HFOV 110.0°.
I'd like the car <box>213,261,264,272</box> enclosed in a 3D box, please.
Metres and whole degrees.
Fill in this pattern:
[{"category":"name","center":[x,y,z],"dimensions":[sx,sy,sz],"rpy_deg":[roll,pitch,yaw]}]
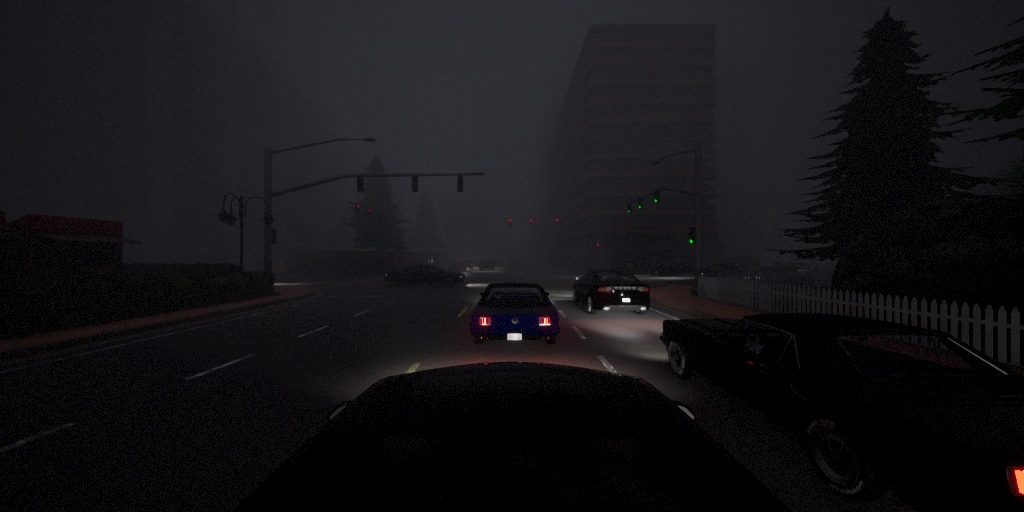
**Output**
[{"category":"car","center":[-19.768,1.242,24.308],"dimensions":[5.357,1.411,2.033],"rpy_deg":[0,0,0]}]

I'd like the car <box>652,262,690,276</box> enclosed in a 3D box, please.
[{"category":"car","center":[16.571,1.295,36.487],"dimensions":[4.718,1.301,1.895],"rpy_deg":[0,0,-14]}]

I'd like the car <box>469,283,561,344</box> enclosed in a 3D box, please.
[{"category":"car","center":[0.070,1.351,9.494],"dimensions":[1.895,1.301,4.718],"rpy_deg":[0,0,0]}]

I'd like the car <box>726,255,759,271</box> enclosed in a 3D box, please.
[{"category":"car","center":[25.629,0.916,40.092],"dimensions":[5.566,2.045,2.150],"rpy_deg":[0,0,-31]}]

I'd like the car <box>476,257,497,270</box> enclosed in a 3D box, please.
[{"category":"car","center":[-3.622,1.228,51.963],"dimensions":[1.882,1.535,5.008],"rpy_deg":[0,0,0]}]

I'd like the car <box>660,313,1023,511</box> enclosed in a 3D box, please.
[{"category":"car","center":[3.599,1.351,4.381],"dimensions":[1.895,1.301,4.718],"rpy_deg":[0,0,0]}]

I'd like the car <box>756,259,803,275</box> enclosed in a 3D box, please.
[{"category":"car","center":[27.901,1.295,37.404],"dimensions":[4.718,1.301,1.895],"rpy_deg":[0,0,-31]}]

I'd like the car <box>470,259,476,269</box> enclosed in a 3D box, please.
[{"category":"car","center":[-7.120,1.297,56.717],"dimensions":[2.033,1.411,5.357],"rpy_deg":[0,0,0]}]

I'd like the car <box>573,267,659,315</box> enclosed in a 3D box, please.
[{"category":"car","center":[3.581,1.228,13.702],"dimensions":[1.882,1.535,5.008],"rpy_deg":[0,0,0]}]

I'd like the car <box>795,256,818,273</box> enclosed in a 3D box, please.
[{"category":"car","center":[35.546,0.916,43.446],"dimensions":[2.150,2.045,5.566],"rpy_deg":[0,0,44]}]

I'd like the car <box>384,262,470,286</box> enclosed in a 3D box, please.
[{"category":"car","center":[-5.854,1.279,24.426],"dimensions":[5.357,1.411,2.033],"rpy_deg":[0,0,0]}]

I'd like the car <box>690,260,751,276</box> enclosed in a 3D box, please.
[{"category":"car","center":[19.554,1.295,33.638],"dimensions":[4.718,1.301,1.895],"rpy_deg":[0,0,-18]}]

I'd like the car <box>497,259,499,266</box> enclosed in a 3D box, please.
[{"category":"car","center":[-3.605,1.255,62.062],"dimensions":[1.837,1.490,4.892],"rpy_deg":[0,0,0]}]

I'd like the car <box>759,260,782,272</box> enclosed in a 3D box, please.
[{"category":"car","center":[33.357,1.220,46.216],"dimensions":[1.812,1.442,4.674],"rpy_deg":[0,0,42]}]

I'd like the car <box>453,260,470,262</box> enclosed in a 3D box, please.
[{"category":"car","center":[-7.123,1.351,47.066],"dimensions":[1.895,1.301,4.718],"rpy_deg":[0,0,0]}]

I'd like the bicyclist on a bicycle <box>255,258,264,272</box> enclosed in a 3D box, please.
[{"category":"bicyclist on a bicycle","center":[-27.907,0.996,39.730],"dimensions":[0.582,1.620,1.656],"rpy_deg":[0,0,0]}]
